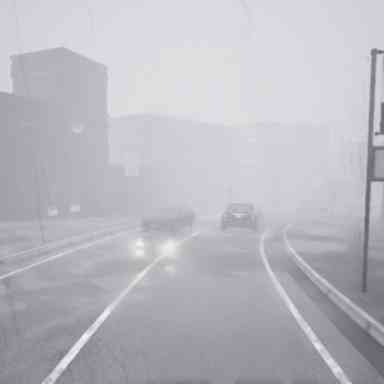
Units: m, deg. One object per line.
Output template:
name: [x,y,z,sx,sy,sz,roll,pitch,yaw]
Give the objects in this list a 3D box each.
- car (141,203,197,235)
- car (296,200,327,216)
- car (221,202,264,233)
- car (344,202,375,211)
car: [-1.175,1.422,18.872,1.882,1.535,5.008,1,0,17]
car: [13.727,1.673,37.917,2.097,1.767,4.553,4,2,42]
car: [3.228,1.393,20.522,2.097,1.767,4.553,2,0,18]
car: [26.030,2.239,51.684,4.718,1.301,1.895,2,3,-26]
